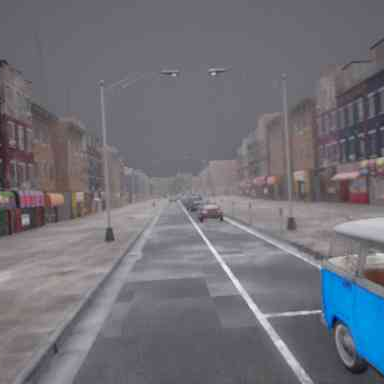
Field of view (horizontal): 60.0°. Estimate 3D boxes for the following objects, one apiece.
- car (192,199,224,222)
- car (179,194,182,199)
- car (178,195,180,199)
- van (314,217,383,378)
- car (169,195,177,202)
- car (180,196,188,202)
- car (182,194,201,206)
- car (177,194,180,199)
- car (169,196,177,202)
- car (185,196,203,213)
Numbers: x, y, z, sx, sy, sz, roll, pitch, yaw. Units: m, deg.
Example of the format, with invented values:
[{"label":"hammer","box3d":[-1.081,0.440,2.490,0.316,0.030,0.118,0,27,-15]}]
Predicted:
[{"label":"car","box3d":[1.298,1.455,24.740,1.802,1.307,4.206,-3,0,-3]},{"label":"car","box3d":[-0.977,1.520,63.111,1.752,1.417,4.829,-3,0,-3]},{"label":"car","box3d":[-1.286,1.601,68.399,1.802,1.307,4.206,-3,0,-3]},{"label":"van","box3d":[2.581,1.201,2.909,1.690,1.788,3.998,-3,0,-3]},{"label":"car","box3d":[-4.564,1.760,79.258,1.994,1.385,4.181,-3,0,-3]},{"label":"car","box3d":[-1.931,1.660,79.313,1.802,1.307,4.206,-3,0,-3]},{"label":"car","box3d":[0.313,1.225,41.111,2.192,1.841,5.009,-3,0,-3]},{"label":"car","box3d":[-1.617,1.488,73.856,1.967,1.590,4.097,-3,0,-3]},{"label":"car","box3d":[-5.145,1.785,89.078,2.033,1.411,5.357,-3,0,-3]},{"label":"car","box3d":[0.650,1.461,35.654,1.947,1.339,4.313,-3,0,-3]}]
